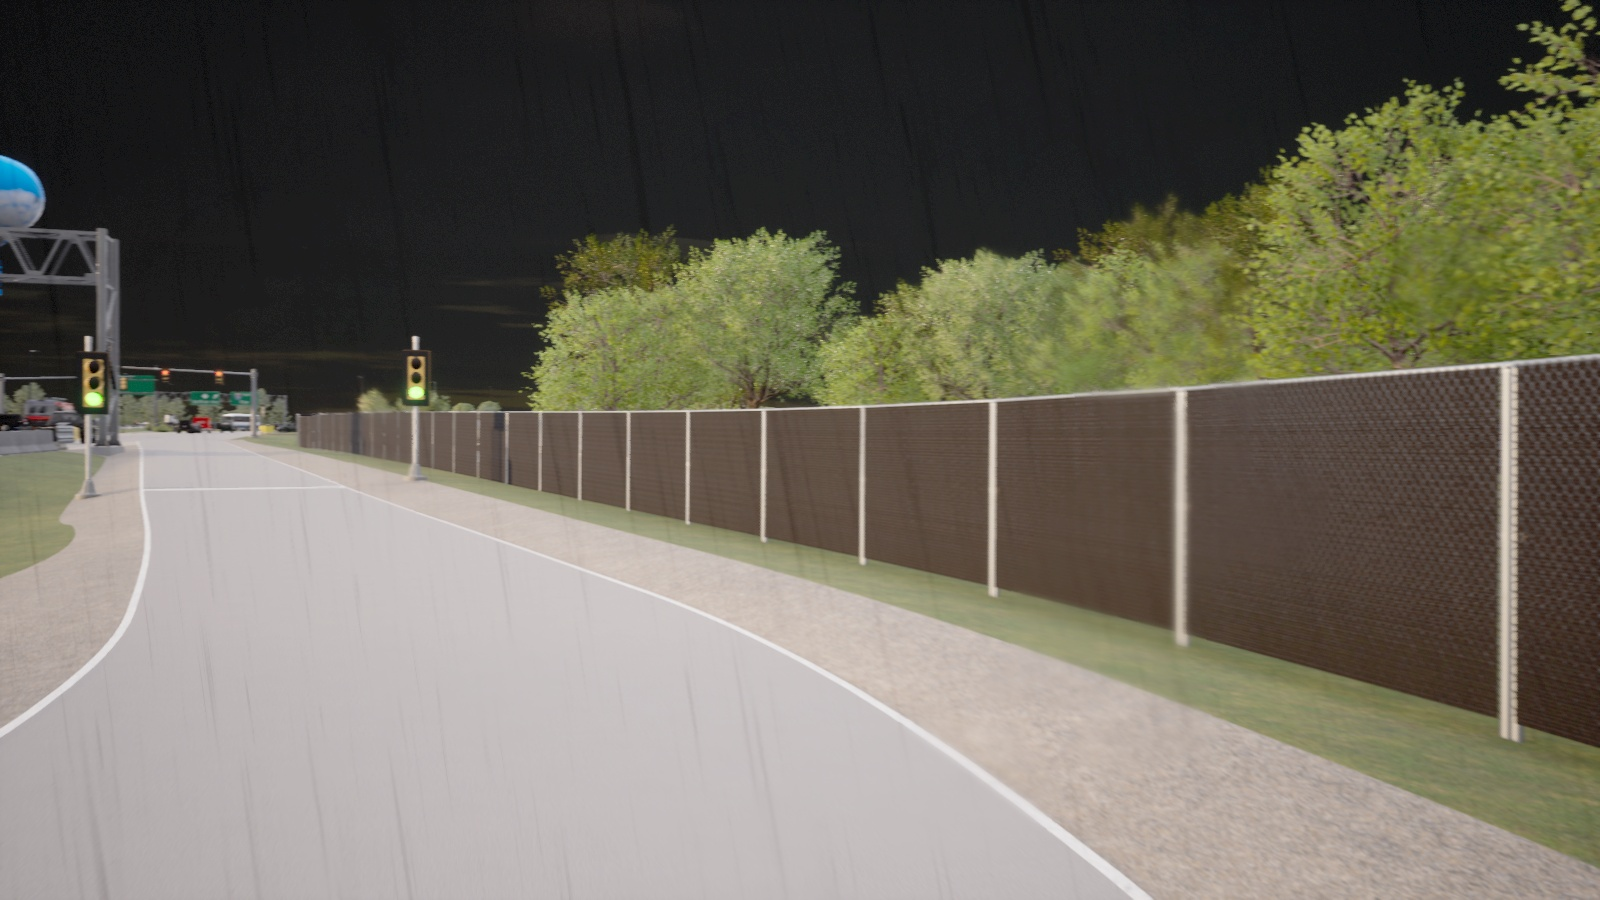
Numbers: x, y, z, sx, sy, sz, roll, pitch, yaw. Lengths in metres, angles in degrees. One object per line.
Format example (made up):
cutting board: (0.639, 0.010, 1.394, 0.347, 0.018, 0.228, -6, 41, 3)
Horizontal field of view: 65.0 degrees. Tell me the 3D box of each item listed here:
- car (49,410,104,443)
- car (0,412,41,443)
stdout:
car: (-46.100, -1.489, 80.146, 2.150, 2.045, 5.566, 0, 1, -20)
car: (-49.625, -1.429, 79.588, 1.905, 1.878, 3.866, 0, 1, -20)
